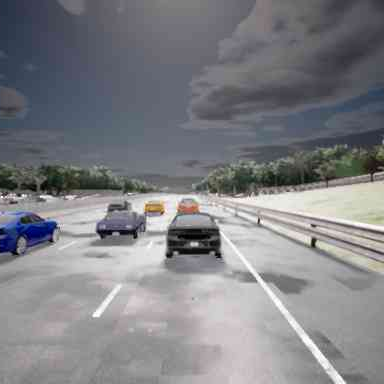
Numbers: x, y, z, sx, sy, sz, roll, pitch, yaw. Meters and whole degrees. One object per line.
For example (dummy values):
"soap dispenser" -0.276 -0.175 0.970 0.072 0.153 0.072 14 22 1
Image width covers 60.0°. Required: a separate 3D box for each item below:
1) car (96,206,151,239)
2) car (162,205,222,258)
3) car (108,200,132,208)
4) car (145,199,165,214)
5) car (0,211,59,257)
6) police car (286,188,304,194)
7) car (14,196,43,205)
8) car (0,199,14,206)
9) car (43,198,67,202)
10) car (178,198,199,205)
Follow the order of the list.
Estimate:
"car" -3.522 1.636 17.497 1.895 1.301 4.718 0 0 -1
"car" 0.042 1.504 12.980 1.882 1.535 5.008 0 0 -1
"car" -7.406 1.562 34.312 1.837 1.490 4.892 0 0 -1
"car" -3.939 1.537 35.745 1.882 1.535 5.008 0 0 -1
"car" -6.959 1.503 13.151 1.882 1.535 5.008 0 0 -1
"police car" 23.259 -0.037 75.458 2.038 1.542 4.974 0 -4 -15
"car" -21.858 1.412 45.605 2.097 1.767 4.553 0 0 -1
"car" -25.352 1.624 45.500 1.994 1.385 4.181 0 0 -1
"car" -18.366 1.588 45.900 1.812 1.442 4.674 0 0 -1
"car" -0.396 1.411 33.944 2.097 1.767 4.553 0 0 -1
